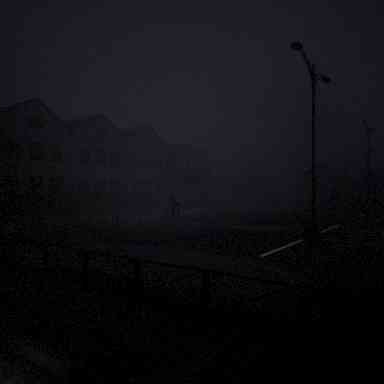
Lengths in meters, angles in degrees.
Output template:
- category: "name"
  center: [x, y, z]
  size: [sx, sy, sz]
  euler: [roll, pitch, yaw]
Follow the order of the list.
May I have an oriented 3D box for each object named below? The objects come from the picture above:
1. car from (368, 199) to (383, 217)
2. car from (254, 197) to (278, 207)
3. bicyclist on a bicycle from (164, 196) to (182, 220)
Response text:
- category: "car"
  center: [15.476, 1.298, 26.774]
  size: [2.007, 1.523, 4.514]
  euler: [0, 0, 35]
- category: "car"
  center: [10.472, 1.356, 46.644]
  size: [2.033, 1.411, 5.357]
  euler: [0, 0, 32]
- category: "bicyclist on a bicycle"
  center: [-1.342, 1.109, 23.006]
  size: [1.656, 1.620, 0.582]
  euler: [0, 0, 35]
